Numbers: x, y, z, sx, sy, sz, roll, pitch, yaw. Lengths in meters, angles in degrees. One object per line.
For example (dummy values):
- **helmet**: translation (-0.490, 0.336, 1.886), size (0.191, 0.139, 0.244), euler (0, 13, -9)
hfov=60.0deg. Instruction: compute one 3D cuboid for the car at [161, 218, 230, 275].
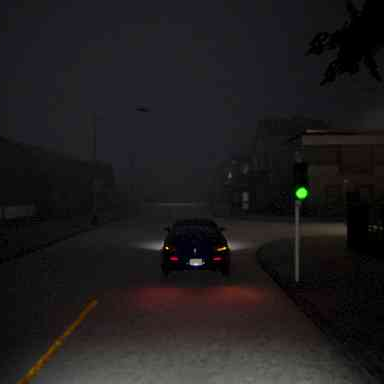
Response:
- **car**: translation (0.098, 1.524, 10.324), size (1.812, 1.442, 4.674), euler (0, 0, 0)
